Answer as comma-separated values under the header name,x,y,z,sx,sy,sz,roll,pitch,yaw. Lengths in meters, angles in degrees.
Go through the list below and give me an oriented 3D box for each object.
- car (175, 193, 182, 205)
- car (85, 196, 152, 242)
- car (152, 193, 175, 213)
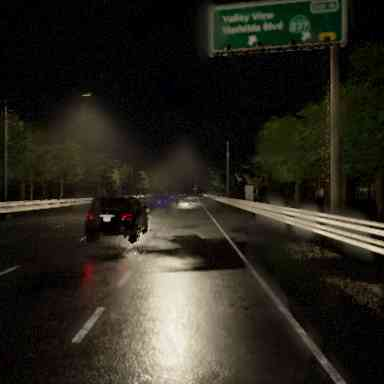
name,x,y,z,sx,sy,sz,roll,pitch,yaw
car,-3.478,1.240,61.134,2.150,2.045,5.566,0,0,0
car,-3.498,1.224,16.378,2.150,2.045,5.566,0,0,0
car,-3.489,1.230,37.973,2.150,2.045,5.566,0,0,0
